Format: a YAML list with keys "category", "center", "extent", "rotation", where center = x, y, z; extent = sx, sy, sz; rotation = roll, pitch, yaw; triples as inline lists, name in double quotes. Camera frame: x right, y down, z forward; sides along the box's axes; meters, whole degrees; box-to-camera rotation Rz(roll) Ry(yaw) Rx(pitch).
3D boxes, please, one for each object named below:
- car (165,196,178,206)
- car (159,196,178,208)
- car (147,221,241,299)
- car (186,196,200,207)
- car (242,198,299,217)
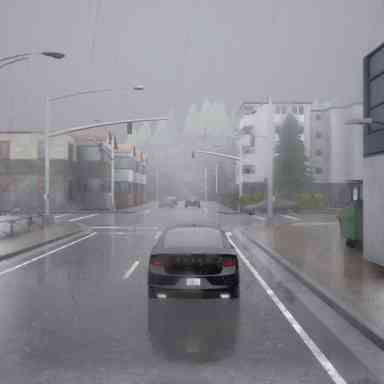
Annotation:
- category: "car"
  center: [-3.550, 1.477, 57.738]
  extent: [1.882, 1.535, 5.008]
  rotation: [0, 0, 1]
- category: "car"
  center: [-3.567, 1.547, 47.423]
  extent: [2.033, 1.411, 5.357]
  rotation: [0, 0, 0]
- category: "car"
  center: [0.052, 1.478, 8.505]
  extent: [1.882, 1.535, 5.008]
  rotation: [0, 0, 1]
- category: "car"
  center: [0.104, 1.352, 50.263]
  extent: [2.097, 1.767, 4.553]
  rotation: [0, 0, 0]
- category: "car"
  center: [6.813, 1.337, 28.954]
  extent: [4.892, 1.490, 1.837]
  rotation: [0, 0, -6]
